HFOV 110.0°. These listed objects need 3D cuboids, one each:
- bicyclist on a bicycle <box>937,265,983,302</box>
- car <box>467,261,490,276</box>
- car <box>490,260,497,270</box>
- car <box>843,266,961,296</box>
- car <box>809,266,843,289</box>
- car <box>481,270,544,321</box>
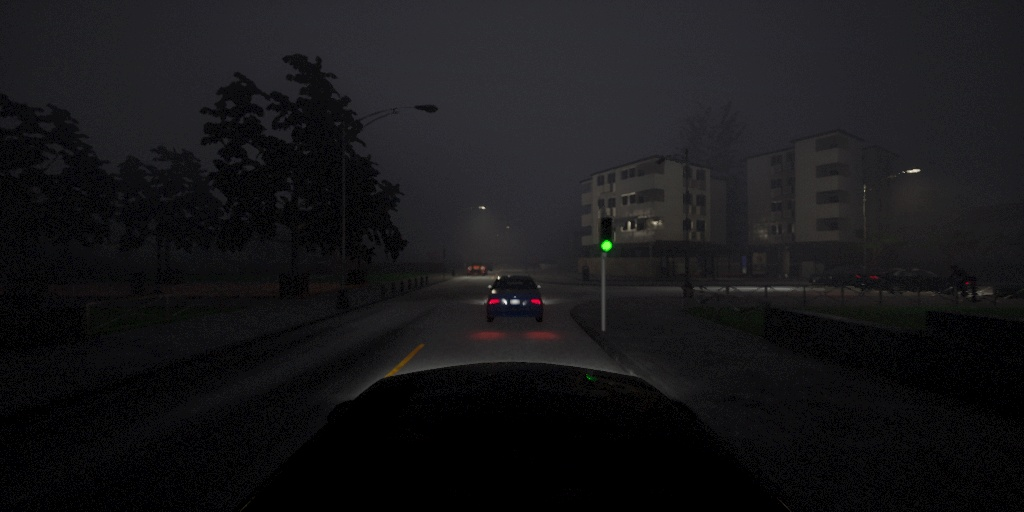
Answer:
[{"bbox_3d":[20.021,1.223,16.058,0.582,1.620,1.656,0,-1,0],"label":"bicyclist on a bicycle"},{"bbox_3d":[-4.103,1.460,42.889,2.097,1.767,4.553,0,-1,0],"label":"car"},{"bbox_3d":[-4.071,1.790,58.666,2.033,1.411,5.357,0,0,0],"label":"car"},{"bbox_3d":[22.287,1.402,20.276,4.902,1.511,2.128,0,0,0],"label":"car"},{"bbox_3d":[23.081,1.438,24.453,4.902,1.511,2.128,0,0,0],"label":"car"},{"bbox_3d":[0.089,1.394,12.880,2.033,1.411,5.357,0,0,0],"label":"car"}]
